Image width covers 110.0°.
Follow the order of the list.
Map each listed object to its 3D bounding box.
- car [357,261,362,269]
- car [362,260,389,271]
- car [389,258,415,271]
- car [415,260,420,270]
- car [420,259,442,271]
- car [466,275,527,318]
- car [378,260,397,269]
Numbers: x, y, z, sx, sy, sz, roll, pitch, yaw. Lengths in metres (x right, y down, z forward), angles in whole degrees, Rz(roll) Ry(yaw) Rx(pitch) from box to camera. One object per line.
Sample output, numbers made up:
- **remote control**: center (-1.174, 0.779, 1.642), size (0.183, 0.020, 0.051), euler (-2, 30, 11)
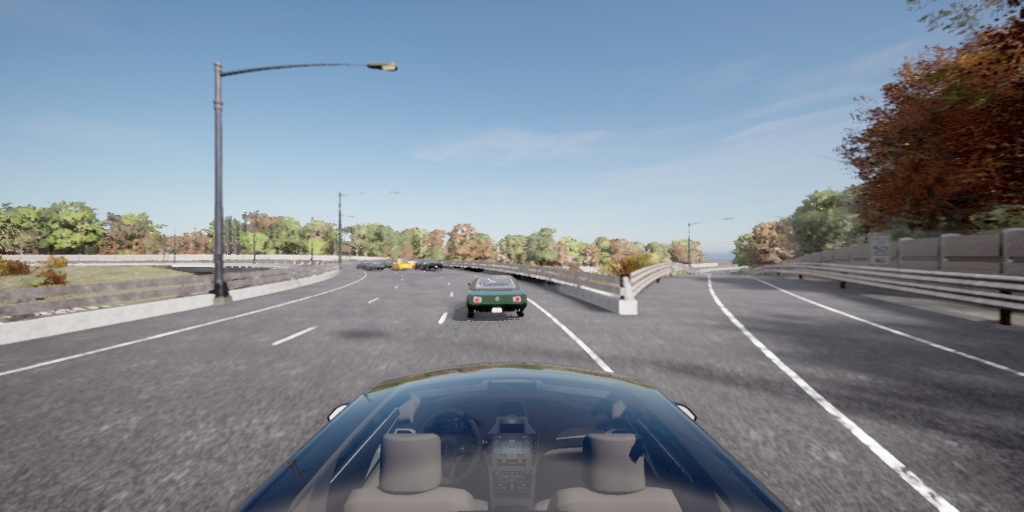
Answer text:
- **car**: center (-24.193, 1.449, 59.211), size (1.994, 1.385, 4.181), euler (0, 0, -35)
- **car**: center (-19.645, 1.406, 51.441), size (2.033, 1.411, 5.357), euler (0, 0, -30)
- **car**: center (-16.003, 1.316, 52.078), size (1.882, 1.535, 5.008), euler (0, 0, -30)
- **car**: center (-13.257, 1.193, 54.324), size (2.097, 1.767, 4.553), euler (0, 1, -30)
- **car**: center (-11.044, 1.293, 49.751), size (1.882, 1.535, 5.008), euler (0, -1, -25)
- **car**: center (-0.677, 1.355, 13.119), size (1.895, 1.301, 4.718), euler (0, 0, -6)
- **car**: center (-21.249, 1.434, 61.103), size (1.994, 1.385, 4.181), euler (0, 0, -35)
